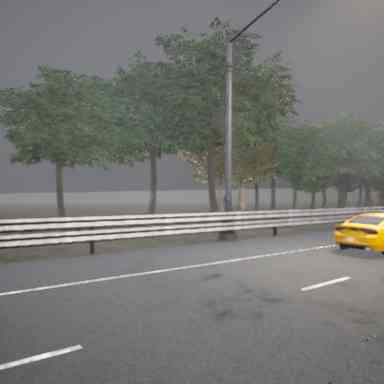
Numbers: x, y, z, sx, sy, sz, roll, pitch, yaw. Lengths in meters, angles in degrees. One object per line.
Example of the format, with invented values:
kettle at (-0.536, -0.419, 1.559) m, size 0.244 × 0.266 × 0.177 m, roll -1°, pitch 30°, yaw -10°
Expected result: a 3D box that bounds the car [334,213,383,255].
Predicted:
car at (7.951, 1.628, 13.806) m, size 5.008 × 1.535 × 1.882 m, roll 0°, pitch 0°, yaw -35°
